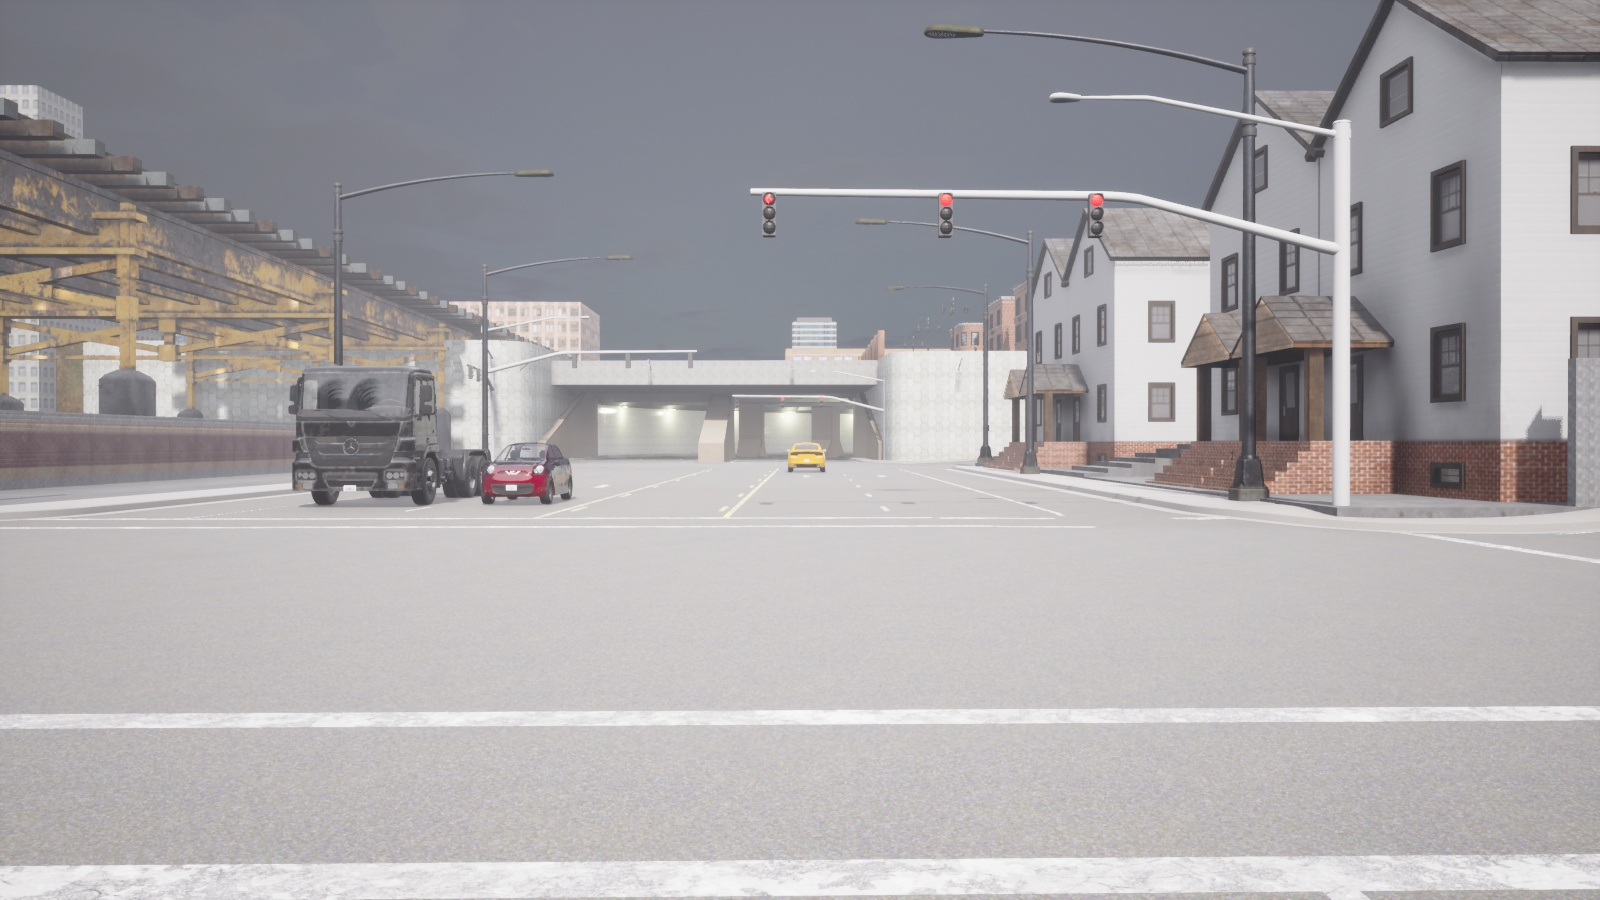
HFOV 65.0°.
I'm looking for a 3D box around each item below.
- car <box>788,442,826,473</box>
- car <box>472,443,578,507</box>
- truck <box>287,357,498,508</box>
[{"bbox_3d":[0.343,0.357,65.105,1.882,1.535,5.008,0,0,0],"label":"car"},{"bbox_3d":[-6.827,0.577,31.538,1.845,1.501,3.633,0,0,0],"label":"car"},{"bbox_3d":[-10.319,-0.429,32.822,2.891,3.462,7.936,0,0,0],"label":"truck"}]
